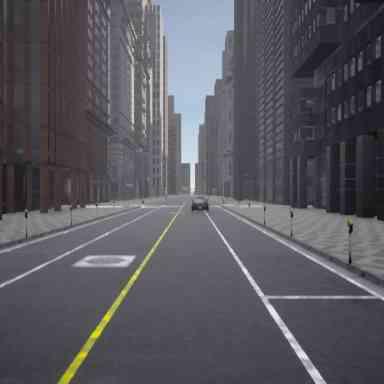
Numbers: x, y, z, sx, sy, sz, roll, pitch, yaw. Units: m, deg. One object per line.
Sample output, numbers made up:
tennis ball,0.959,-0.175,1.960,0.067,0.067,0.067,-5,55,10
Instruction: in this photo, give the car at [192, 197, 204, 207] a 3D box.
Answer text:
car,0.900,1.579,54.163,1.812,1.442,4.674,0,0,0

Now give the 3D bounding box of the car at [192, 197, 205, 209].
car,0.899,1.573,48.163,1.837,1.490,4.892,0,0,0

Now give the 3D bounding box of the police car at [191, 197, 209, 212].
police car,0.900,1.445,38.273,1.930,1.638,5.238,0,0,0
